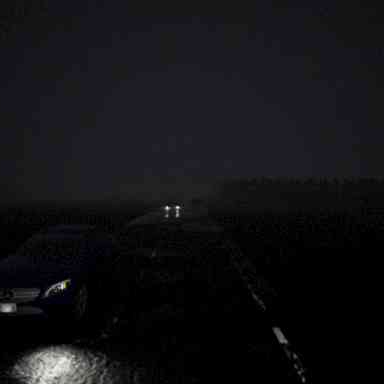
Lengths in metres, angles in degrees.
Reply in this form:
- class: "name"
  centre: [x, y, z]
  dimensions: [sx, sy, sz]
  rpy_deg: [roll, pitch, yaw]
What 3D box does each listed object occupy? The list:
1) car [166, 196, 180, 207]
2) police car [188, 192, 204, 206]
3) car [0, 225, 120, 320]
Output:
- class: "car"
  centre: [-2.845, 1.405, 50.529]
  dimensions: [1.837, 1.490, 4.892]
  rpy_deg: [0, 0, 0]
- class: "police car"
  centre: [0.801, 1.318, 52.323]
  dimensions: [1.930, 1.638, 5.238]
  rpy_deg: [0, 0, 0]
- class: "car"
  centre: [-2.852, 1.518, 7.455]
  dimensions: [1.812, 1.442, 4.674]
  rpy_deg: [0, 0, 0]
